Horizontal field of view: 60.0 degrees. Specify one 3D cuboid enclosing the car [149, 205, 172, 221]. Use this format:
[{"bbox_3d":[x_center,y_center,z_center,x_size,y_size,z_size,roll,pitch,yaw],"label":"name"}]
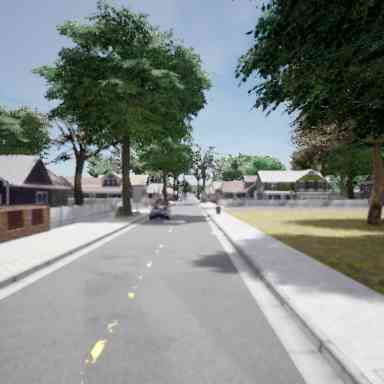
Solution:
[{"bbox_3d":[-2.859,1.882,31.135,2.033,1.411,5.357,0,-1,0],"label":"car"}]
